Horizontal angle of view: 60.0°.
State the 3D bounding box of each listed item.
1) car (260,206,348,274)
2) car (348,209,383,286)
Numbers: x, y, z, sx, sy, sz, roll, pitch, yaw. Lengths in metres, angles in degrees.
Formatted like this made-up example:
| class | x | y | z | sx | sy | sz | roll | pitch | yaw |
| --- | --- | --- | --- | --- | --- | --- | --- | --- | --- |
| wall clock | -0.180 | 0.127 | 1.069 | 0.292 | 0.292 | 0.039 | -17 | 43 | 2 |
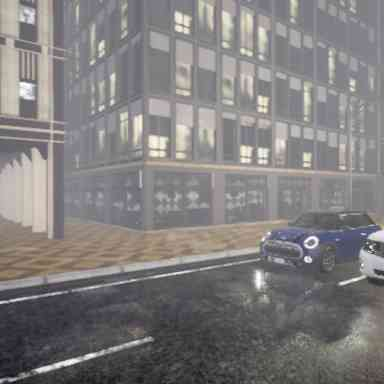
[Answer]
| class | x | y | z | sx | sy | sz | roll | pitch | yaw |
| --- | --- | --- | --- | --- | --- | --- | --- | --- | --- |
| car | 4.310 | 1.381 | 10.832 | 4.553 | 1.767 | 2.097 | 0 | 0 | -36 |
| car | 6.520 | 1.250 | 8.415 | 5.566 | 2.045 | 2.150 | 0 | 0 | -36 |
